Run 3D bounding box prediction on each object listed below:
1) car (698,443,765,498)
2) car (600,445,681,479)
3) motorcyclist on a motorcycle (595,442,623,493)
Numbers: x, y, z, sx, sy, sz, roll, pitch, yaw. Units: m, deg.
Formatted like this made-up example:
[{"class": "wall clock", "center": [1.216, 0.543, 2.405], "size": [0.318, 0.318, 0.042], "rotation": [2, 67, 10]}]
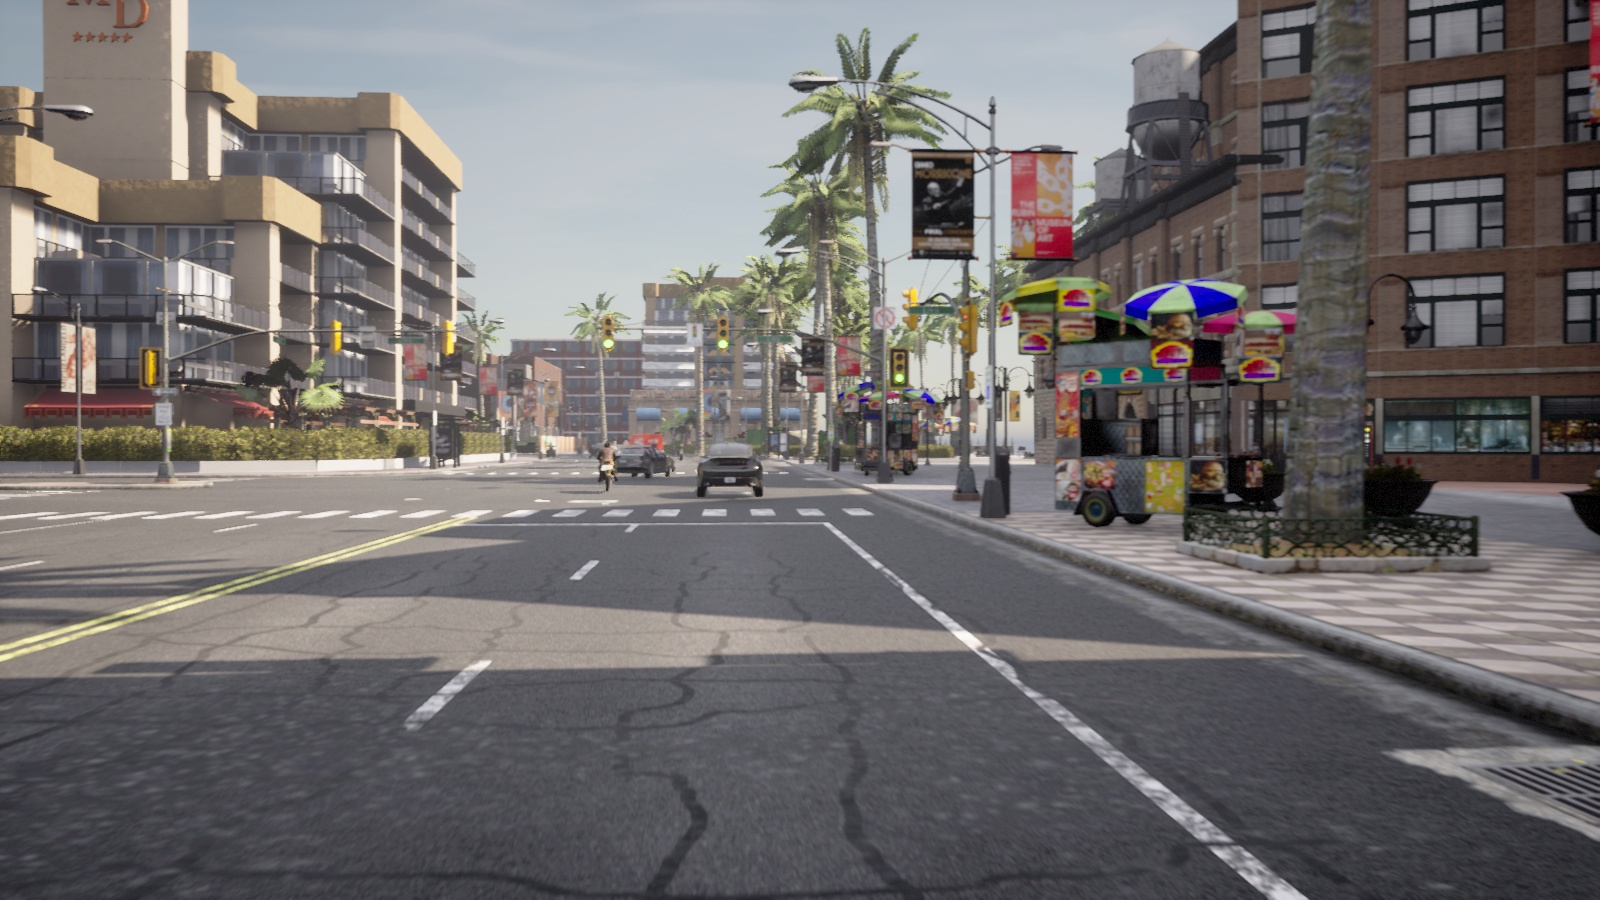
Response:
[{"class": "car", "center": [-1.995, 0.545, 36.507], "size": [1.837, 1.490, 4.892], "rotation": [0, 0, -3]}, {"class": "car", "center": [-6.811, 0.487, 54.276], "size": [2.033, 1.411, 5.357], "rotation": [0, 0, 9]}, {"class": "motorcyclist on a motorcycle", "center": [-5.833, 0.512, 38.370], "size": [0.797, 1.523, 2.044], "rotation": [-1, 0, -9]}]
